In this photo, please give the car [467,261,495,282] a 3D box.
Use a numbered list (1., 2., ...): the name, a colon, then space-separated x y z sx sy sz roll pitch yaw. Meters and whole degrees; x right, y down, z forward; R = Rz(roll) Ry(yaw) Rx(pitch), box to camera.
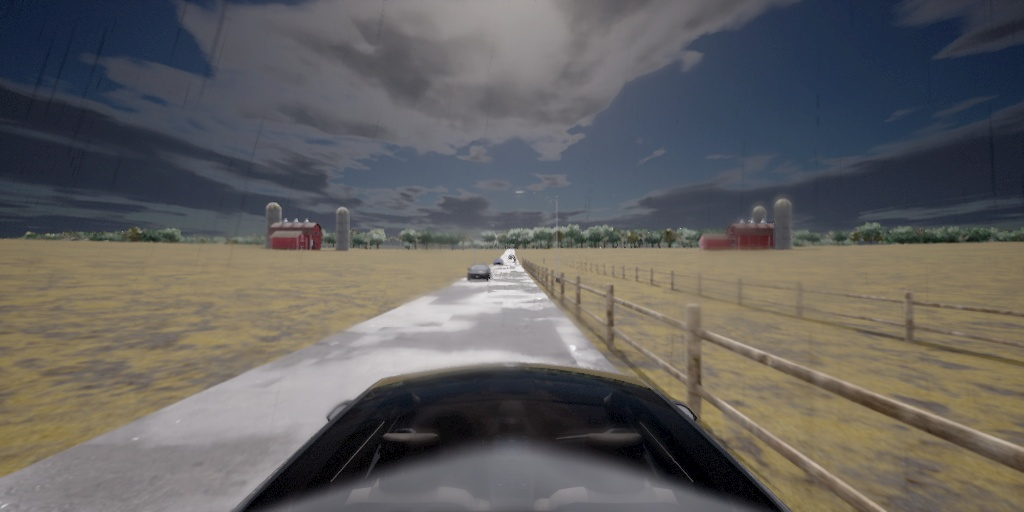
1. car: -2.857 1.436 31.980 1.882 1.535 5.008 0 0 0
